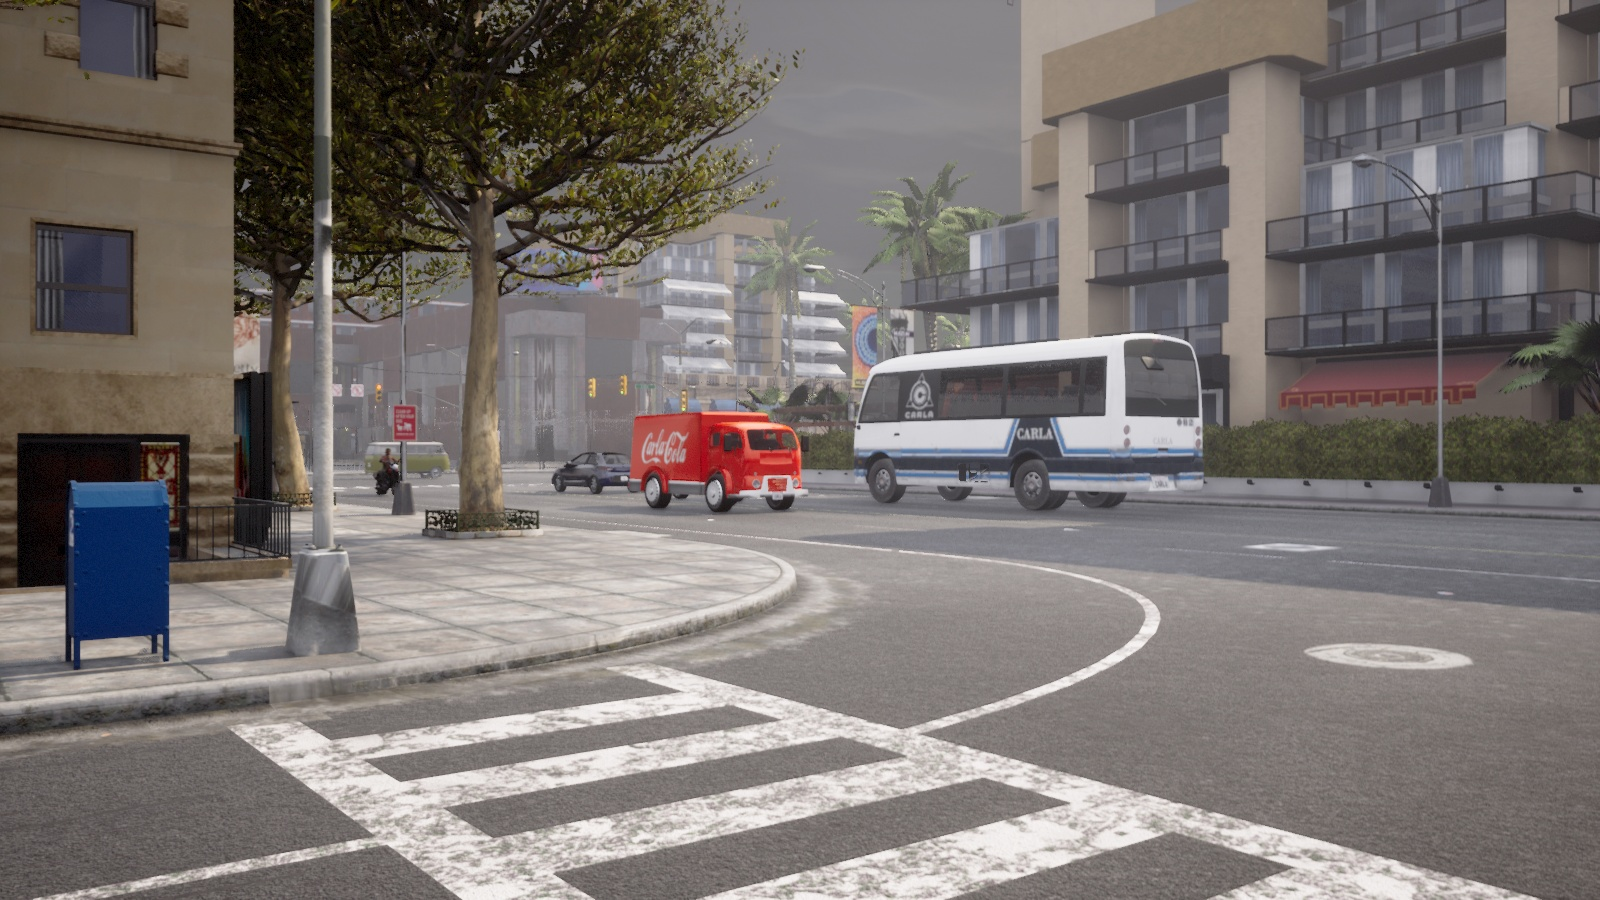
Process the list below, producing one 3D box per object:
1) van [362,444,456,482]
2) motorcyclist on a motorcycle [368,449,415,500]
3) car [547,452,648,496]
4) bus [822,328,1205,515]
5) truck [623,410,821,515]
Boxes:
[{"bbox_3d":[-21.010,0.658,67.537,4.442,1.987,1.775,0,0,-36],"label":"van"},{"bbox_3d":[-13.558,0.798,41.639,0.766,1.649,2.350,0,0,-37],"label":"motorcyclist on a motorcycle"},{"bbox_3d":[-7.302,0.833,44.975,1.816,1.474,4.193,0,0,-37],"label":"car"},{"bbox_3d":[5.317,-0.629,33.893,3.944,4.253,10.273,0,0,-37],"label":"bus"},{"bbox_3d":[-2.094,0.296,32.122,2.627,2.467,5.204,0,0,-37],"label":"truck"}]
